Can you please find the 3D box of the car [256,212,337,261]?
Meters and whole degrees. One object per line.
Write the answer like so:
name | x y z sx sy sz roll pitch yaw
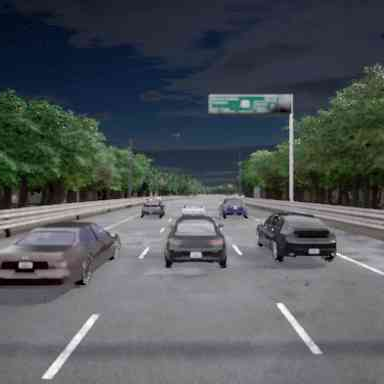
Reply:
car | 3.603 1.502 12.233 1.837 1.490 4.892 0 0 0

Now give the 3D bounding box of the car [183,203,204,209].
car | 0.106 1.605 28.536 1.895 1.301 4.718 0 0 0

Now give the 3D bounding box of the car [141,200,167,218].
car | -3.394 1.497 29.998 2.128 1.511 4.902 0 0 0

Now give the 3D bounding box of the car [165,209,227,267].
car | 0.116 1.523 11.224 1.812 1.442 4.674 0 0 0

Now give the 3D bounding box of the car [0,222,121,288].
car | -3.396 1.545 9.301 2.033 1.411 5.357 0 0 0

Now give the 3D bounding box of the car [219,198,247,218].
car | 3.606 1.357 29.768 2.097 1.767 4.553 0 0 0
